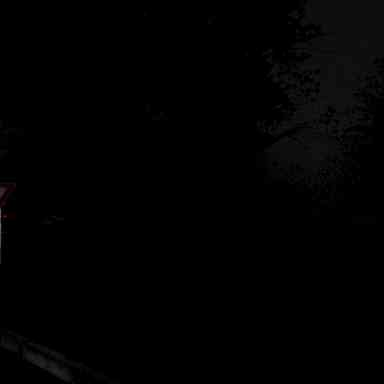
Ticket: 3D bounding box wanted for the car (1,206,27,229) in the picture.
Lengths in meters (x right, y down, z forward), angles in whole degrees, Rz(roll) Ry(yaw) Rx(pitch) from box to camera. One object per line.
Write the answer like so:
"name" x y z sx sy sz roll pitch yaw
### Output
"car" -12.419 1.627 22.038 1.994 1.385 4.181 0 0 -13
